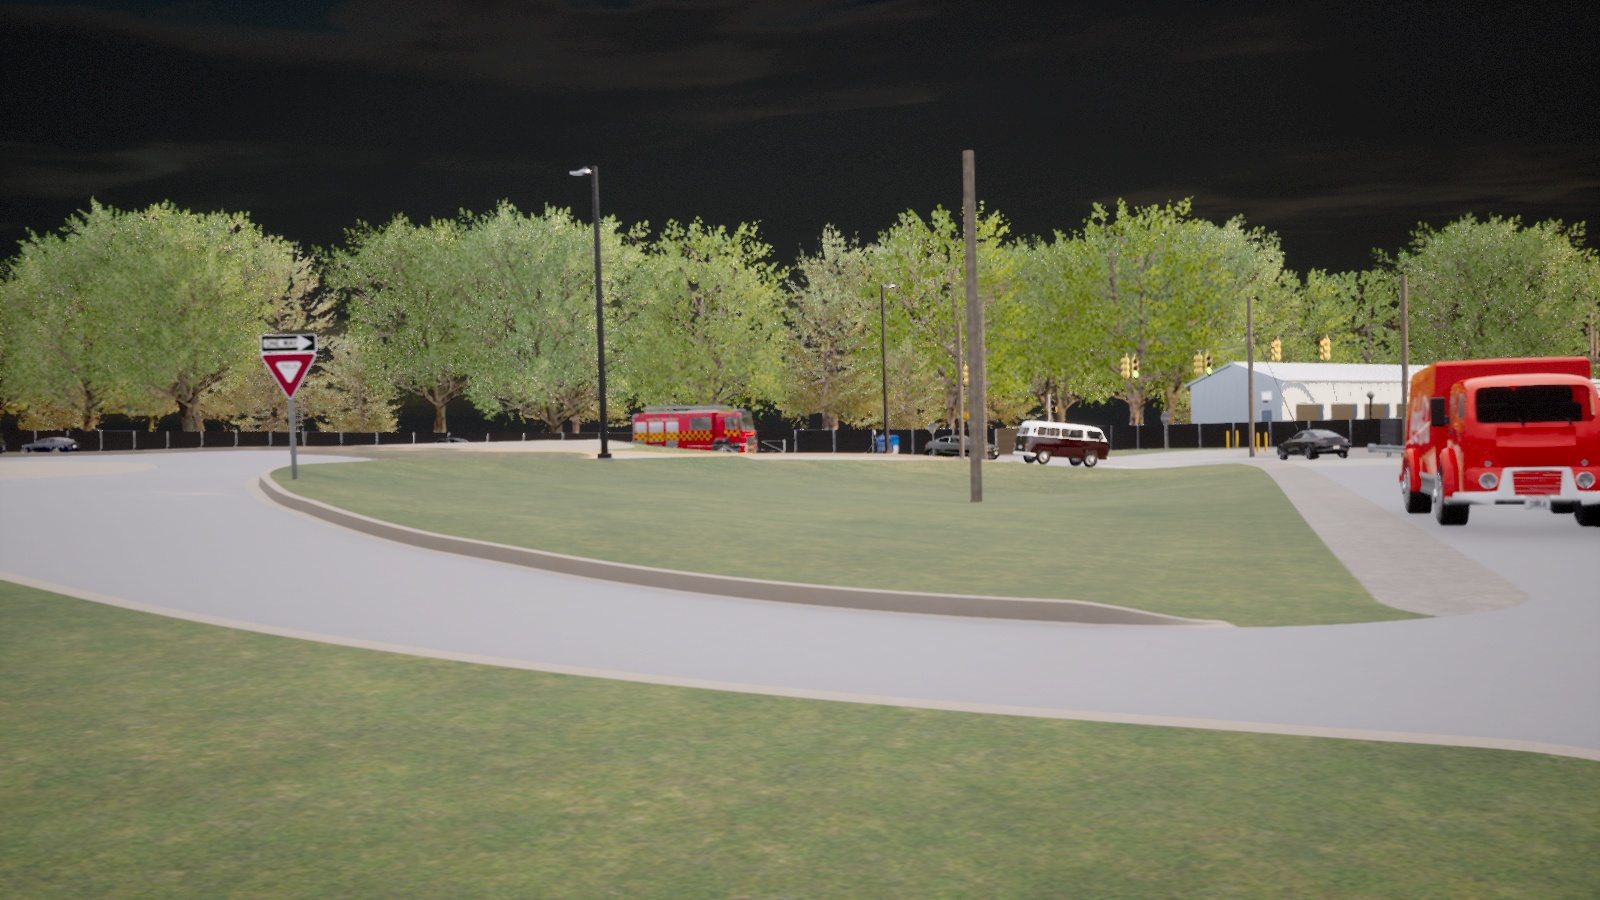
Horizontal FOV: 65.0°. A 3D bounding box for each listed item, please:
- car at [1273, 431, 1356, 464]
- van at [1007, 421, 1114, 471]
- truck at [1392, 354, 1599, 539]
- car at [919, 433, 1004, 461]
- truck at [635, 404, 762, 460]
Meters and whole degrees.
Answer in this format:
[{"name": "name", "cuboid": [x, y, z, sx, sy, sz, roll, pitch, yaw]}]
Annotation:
[{"name": "car", "cuboid": [24.922, -0.087, 60.999, 1.812, 1.442, 4.674, -2, -1, -4]}, {"name": "van", "cuboid": [12.556, -0.197, 60.659, 4.480, 2.038, 2.069, 4, 1, -14]}, {"name": "truck", "cuboid": [10.846, -0.072, 19.411, 2.627, 2.467, 5.204, -1, 1, 20]}, {"name": "car", "cuboid": [10.464, -0.213, 81.326, 5.027, 1.651, 2.152, 1, 3, 37]}, {"name": "truck", "cuboid": [-7.237, -1.303, 89.826, 8.468, 3.827, 2.891, 0, 2, 15]}]
